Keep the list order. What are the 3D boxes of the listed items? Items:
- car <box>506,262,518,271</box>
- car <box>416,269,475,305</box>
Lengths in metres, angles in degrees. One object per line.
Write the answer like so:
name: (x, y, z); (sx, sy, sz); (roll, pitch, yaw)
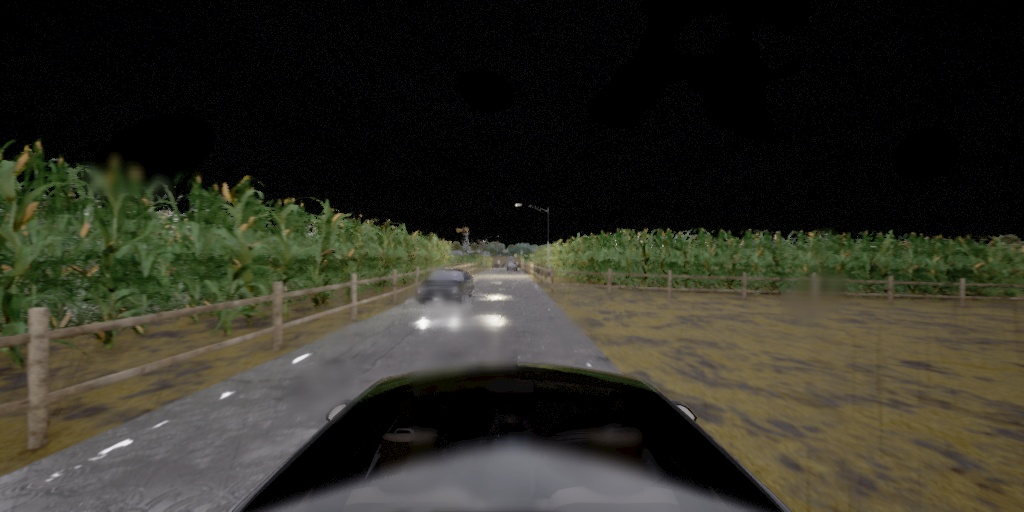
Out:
car: (0.010, 1.720, 60.753); (2.128, 1.511, 4.902); (0, -1, 0)
car: (-2.788, 1.313, 16.359); (2.033, 1.411, 5.357); (0, 0, 1)
